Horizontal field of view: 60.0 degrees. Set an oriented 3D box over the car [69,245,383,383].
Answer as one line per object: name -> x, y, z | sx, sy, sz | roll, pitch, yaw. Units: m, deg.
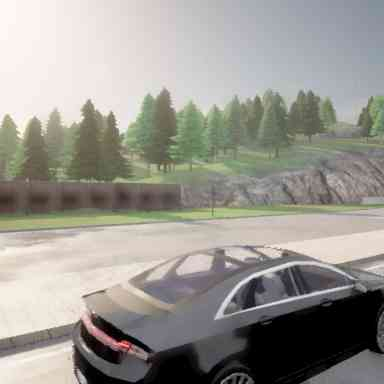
car -> 0.970, 1.490, 4.443 | 4.902, 1.511, 2.128 | 0, 0, -35
